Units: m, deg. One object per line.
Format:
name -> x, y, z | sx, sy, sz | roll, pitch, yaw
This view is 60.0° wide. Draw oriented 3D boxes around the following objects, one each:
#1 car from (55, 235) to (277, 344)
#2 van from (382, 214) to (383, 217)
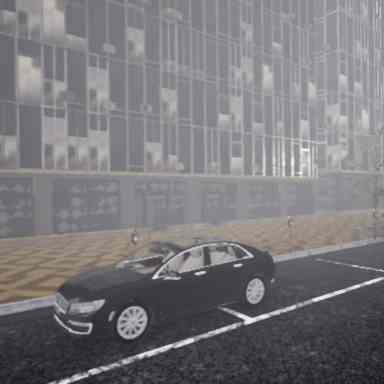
car -> -0.264, 1.571, 6.357 | 4.403, 1.369, 2.008 | -1, 0, -35
van -> 9.036, 1.265, 12.921 | 3.998, 1.788, 1.690 | -1, 0, -35
